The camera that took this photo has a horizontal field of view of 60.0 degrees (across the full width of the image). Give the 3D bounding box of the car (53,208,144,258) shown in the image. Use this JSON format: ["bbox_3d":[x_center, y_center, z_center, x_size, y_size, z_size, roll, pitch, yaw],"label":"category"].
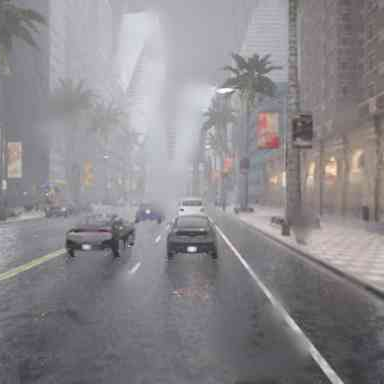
[{"bbox_3d":[-3.484,1.641,13.487,2.128,1.511,4.902,0,0,0],"label":"car"}]

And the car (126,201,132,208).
[{"bbox_3d":[-10.853,2.200,63.998,1.837,1.490,4.892,0,0,0],"label":"car"}]

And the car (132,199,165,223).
[{"bbox_3d":[-3.465,1.661,28.401,2.097,1.767,4.553,0,-1,0],"label":"car"}]

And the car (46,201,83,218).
[{"bbox_3d":[-13.621,1.737,35.141,2.185,1.767,4.553,0,-1,-1],"label":"car"}]

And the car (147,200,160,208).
[{"bbox_3d":[-7.347,2.244,64.031,2.033,1.411,5.357,0,-1,0],"label":"car"}]

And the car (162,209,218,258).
[{"bbox_3d":[0.016,1.655,13.487,1.837,1.490,4.892,0,0,0],"label":"car"}]

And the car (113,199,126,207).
[{"bbox_3d":[-13.928,2.183,64.511,2.231,1.521,4.892,0,-1,-1],"label":"car"}]

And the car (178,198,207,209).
[{"bbox_3d":[0.032,1.525,27.523,2.150,2.045,5.566,0,0,0],"label":"car"}]
